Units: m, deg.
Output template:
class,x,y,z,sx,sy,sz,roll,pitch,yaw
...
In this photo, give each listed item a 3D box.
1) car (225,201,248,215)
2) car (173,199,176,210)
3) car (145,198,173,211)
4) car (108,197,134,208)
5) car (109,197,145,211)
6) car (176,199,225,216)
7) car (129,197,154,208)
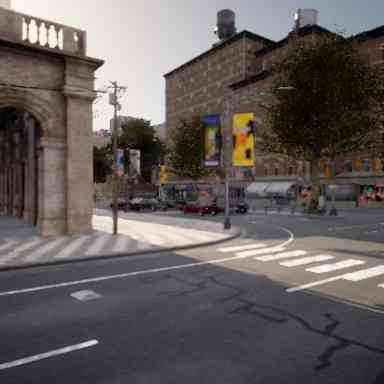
class,x,y,z,sx,sy,sz,roll,pitch,yaw
car,3.828,1.589,34.488,1.994,1.385,4.181,0,0,-35
car,-1.843,1.589,42.549,1.994,1.385,4.181,0,0,-35
car,-4.686,1.526,40.497,1.837,1.490,4.892,0,0,-35
car,-10.471,1.498,48.730,1.882,1.535,5.008,0,0,-35
car,-7.763,1.612,39.395,1.895,1.301,4.718,0,0,-35
car,0.714,1.622,32.829,1.895,1.301,4.718,0,0,-35
car,-7.751,1.550,50.950,1.812,1.442,4.674,0,0,-35
